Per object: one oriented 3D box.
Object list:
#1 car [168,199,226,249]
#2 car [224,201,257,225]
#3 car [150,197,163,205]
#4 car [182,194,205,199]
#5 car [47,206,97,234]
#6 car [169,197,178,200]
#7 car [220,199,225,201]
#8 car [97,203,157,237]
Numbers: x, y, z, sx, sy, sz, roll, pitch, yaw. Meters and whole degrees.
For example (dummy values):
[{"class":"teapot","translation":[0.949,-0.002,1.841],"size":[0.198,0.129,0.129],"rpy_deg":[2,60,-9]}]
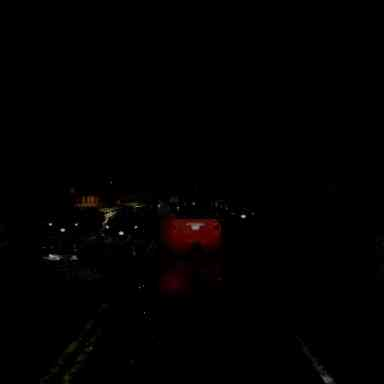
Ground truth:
[{"class":"car","translation":[0.133,1.360,14.652],"size":[2.097,1.767,4.553],"rpy_deg":[0,0,0]},{"class":"car","translation":[3.402,1.579,24.004],"size":[1.994,1.385,4.181],"rpy_deg":[0,0,0]},{"class":"car","translation":[-6.404,1.610,60.249],"size":[1.895,1.301,4.718],"rpy_deg":[0,0,1]},{"class":"car","translation":[0.177,1.236,34.678],"size":[2.150,2.045,5.566],"rpy_deg":[0,0,0]},{"class":"car","translation":[-6.559,1.553,19.539],"size":[2.033,1.411,5.357],"rpy_deg":[0,0,0]},{"class":"car","translation":[-3.163,1.537,59.205],"size":[1.812,1.442,4.674],"rpy_deg":[0,0,1]},{"class":"car","translation":[3.438,1.543,41.600],"size":[1.812,1.442,4.674],"rpy_deg":[0,0,0]},{"class":"car","translation":[-3.314,1.555,18.238],"size":[2.033,1.411,5.357],"rpy_deg":[0,0,0]}]
